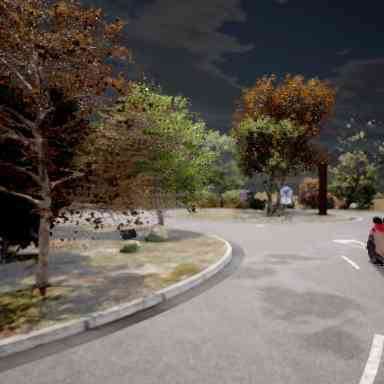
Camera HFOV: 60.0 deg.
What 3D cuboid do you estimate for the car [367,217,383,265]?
[{"bbox_3d":[6.215,1.291,8.676,2.150,2.045,5.566,0,0,19],"label":"car"}]

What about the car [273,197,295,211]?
[{"bbox_3d":[14.693,2.034,53.563,2.150,2.045,5.566,0,-5,-2],"label":"car"}]
